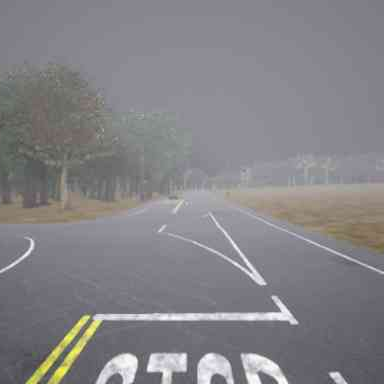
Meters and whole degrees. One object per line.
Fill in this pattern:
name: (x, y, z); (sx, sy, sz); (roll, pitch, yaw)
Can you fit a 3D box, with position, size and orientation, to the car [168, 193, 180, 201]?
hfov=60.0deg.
car: (-3.389, 0.905, 62.414); (1.895, 1.301, 4.718); (0, 1, 2)
